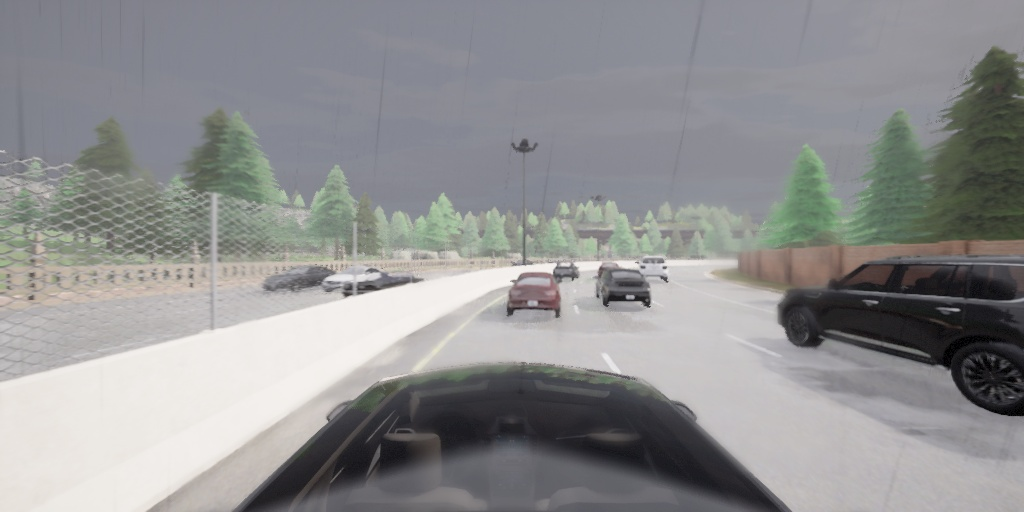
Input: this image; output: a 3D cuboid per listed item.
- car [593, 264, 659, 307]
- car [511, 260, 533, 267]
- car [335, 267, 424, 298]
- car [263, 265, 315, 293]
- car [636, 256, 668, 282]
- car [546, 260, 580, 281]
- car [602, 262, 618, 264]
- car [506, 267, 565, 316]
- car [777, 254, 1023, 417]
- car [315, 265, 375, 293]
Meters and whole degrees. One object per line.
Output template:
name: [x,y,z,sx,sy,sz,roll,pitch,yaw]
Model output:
car: [4.757,1.288,15.753,1.837,1.490,4.892,0,0,8]
car: [1.671,1.347,58.457,1.837,1.490,4.892,0,0,31]
car: [-5.896,1.361,16.973,1.895,1.301,4.718,0,0,9]
car: [-12.229,1.277,21.214,1.812,1.442,4.674,0,0,10]
car: [11.728,1.043,30.067,2.150,2.045,5.566,0,0,18]
car: [4.739,1.298,31.021,2.128,1.511,4.902,0,0,17]
car: [8.883,1.296,32.454,1.882,1.535,5.008,0,0,19]
car: [0.891,1.296,13.351,1.812,1.442,4.674,0,0,6]
car: [7.251,0.995,6.072,2.150,2.045,5.566,0,0,3]
car: [-8.799,1.285,20.745,1.812,1.442,4.674,0,0,11]
